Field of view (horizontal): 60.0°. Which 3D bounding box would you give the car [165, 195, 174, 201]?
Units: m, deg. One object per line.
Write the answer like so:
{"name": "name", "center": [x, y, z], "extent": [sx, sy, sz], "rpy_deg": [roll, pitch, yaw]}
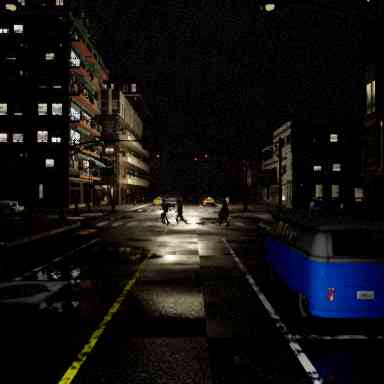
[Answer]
{"name": "car", "center": [-5.706, 1.616, 84.801], "extent": [1.752, 1.417, 4.829], "rpy_deg": [0, 0, 0]}

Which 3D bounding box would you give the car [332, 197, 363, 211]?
{"name": "car", "center": [14.917, 1.358, 27.846], "extent": [5.009, 1.841, 2.192], "rpy_deg": [0, 0, 0]}

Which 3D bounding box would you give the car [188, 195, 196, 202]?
{"name": "car", "center": [-0.016, 1.616, 78.127], "extent": [2.033, 1.411, 5.357], "rpy_deg": [0, 0, 0]}

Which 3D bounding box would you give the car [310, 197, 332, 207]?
{"name": "car", "center": [14.903, 1.549, 33.634], "extent": [5.008, 1.535, 1.882], "rpy_deg": [0, 0, 0]}

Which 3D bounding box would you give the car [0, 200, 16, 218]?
{"name": "car", "center": [-17.472, 1.534, 27.759], "extent": [4.206, 1.307, 1.802], "rpy_deg": [0, 0, 0]}

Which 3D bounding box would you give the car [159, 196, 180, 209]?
{"name": "car", "center": [-3.096, 1.629, 45.907], "extent": [1.895, 1.301, 4.718], "rpy_deg": [0, 0, 0]}

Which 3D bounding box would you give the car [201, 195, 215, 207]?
{"name": "car", "center": [2.682, 1.561, 51.908], "extent": [1.752, 1.417, 4.829], "rpy_deg": [0, 0, 0]}

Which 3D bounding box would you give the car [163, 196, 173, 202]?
{"name": "car", "center": [-5.705, 1.630, 79.432], "extent": [2.008, 1.369, 4.403], "rpy_deg": [0, 0, 0]}

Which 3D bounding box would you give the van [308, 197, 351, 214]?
{"name": "van", "center": [14.892, 1.425, 36.225], "extent": [3.998, 1.788, 1.690], "rpy_deg": [0, 0, 0]}

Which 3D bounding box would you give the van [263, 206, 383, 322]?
{"name": "van", "center": [2.659, 1.342, 6.951], "extent": [1.690, 1.788, 3.998], "rpy_deg": [0, 0, 0]}

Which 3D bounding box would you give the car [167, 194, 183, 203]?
{"name": "car", "center": [-3.097, 1.591, 57.427], "extent": [2.033, 1.411, 5.357], "rpy_deg": [0, 0, 0]}

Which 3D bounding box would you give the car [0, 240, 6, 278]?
{"name": "car", "center": [-5.689, 1.567, 6.975], "extent": [1.947, 1.339, 4.313], "rpy_deg": [0, 0, 0]}

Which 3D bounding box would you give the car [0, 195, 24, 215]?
{"name": "car", "center": [-18.386, 1.184, 30.345], "extent": [5.566, 2.045, 2.150], "rpy_deg": [0, 0, 0]}

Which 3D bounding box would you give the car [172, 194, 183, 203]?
{"name": "car", "center": [-3.015, 1.413, 69.381], "extent": [2.097, 1.767, 4.553], "rpy_deg": [0, 0, 0]}

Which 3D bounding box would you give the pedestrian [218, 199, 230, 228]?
{"name": "pedestrian", "center": [2.015, 1.300, 21.045], "extent": [0.375, 1.860, 0.375], "rpy_deg": [0, 0, 0]}

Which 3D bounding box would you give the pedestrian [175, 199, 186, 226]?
{"name": "pedestrian", "center": [-0.777, 1.300, 21.687], "extent": [0.375, 1.860, 0.375], "rpy_deg": [0, 0, 0]}

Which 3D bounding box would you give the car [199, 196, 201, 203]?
{"name": "car", "center": [2.679, 1.632, 62.817], "extent": [1.802, 1.307, 4.206], "rpy_deg": [0, 0, 0]}

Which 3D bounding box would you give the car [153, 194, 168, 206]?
{"name": "car", "center": [-5.700, 1.568, 57.105], "extent": [1.752, 1.417, 4.829], "rpy_deg": [0, 0, 0]}

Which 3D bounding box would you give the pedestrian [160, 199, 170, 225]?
{"name": "pedestrian", "center": [-1.852, 1.298, 22.244], "extent": [0.375, 1.860, 0.375], "rpy_deg": [0, 0, 0]}

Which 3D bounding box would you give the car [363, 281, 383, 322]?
{"name": "car", "center": [2.660, 1.582, 1.262], "extent": [1.802, 1.307, 4.206], "rpy_deg": [0, 0, 0]}

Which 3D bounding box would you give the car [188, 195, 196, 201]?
{"name": "car", "center": [-0.018, 1.465, 88.547], "extent": [1.882, 1.535, 5.008], "rpy_deg": [0, 0, 0]}

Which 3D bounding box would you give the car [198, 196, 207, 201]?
{"name": "car", "center": [2.675, 1.641, 84.973], "extent": [2.008, 1.369, 4.403], "rpy_deg": [0, 0, 0]}
